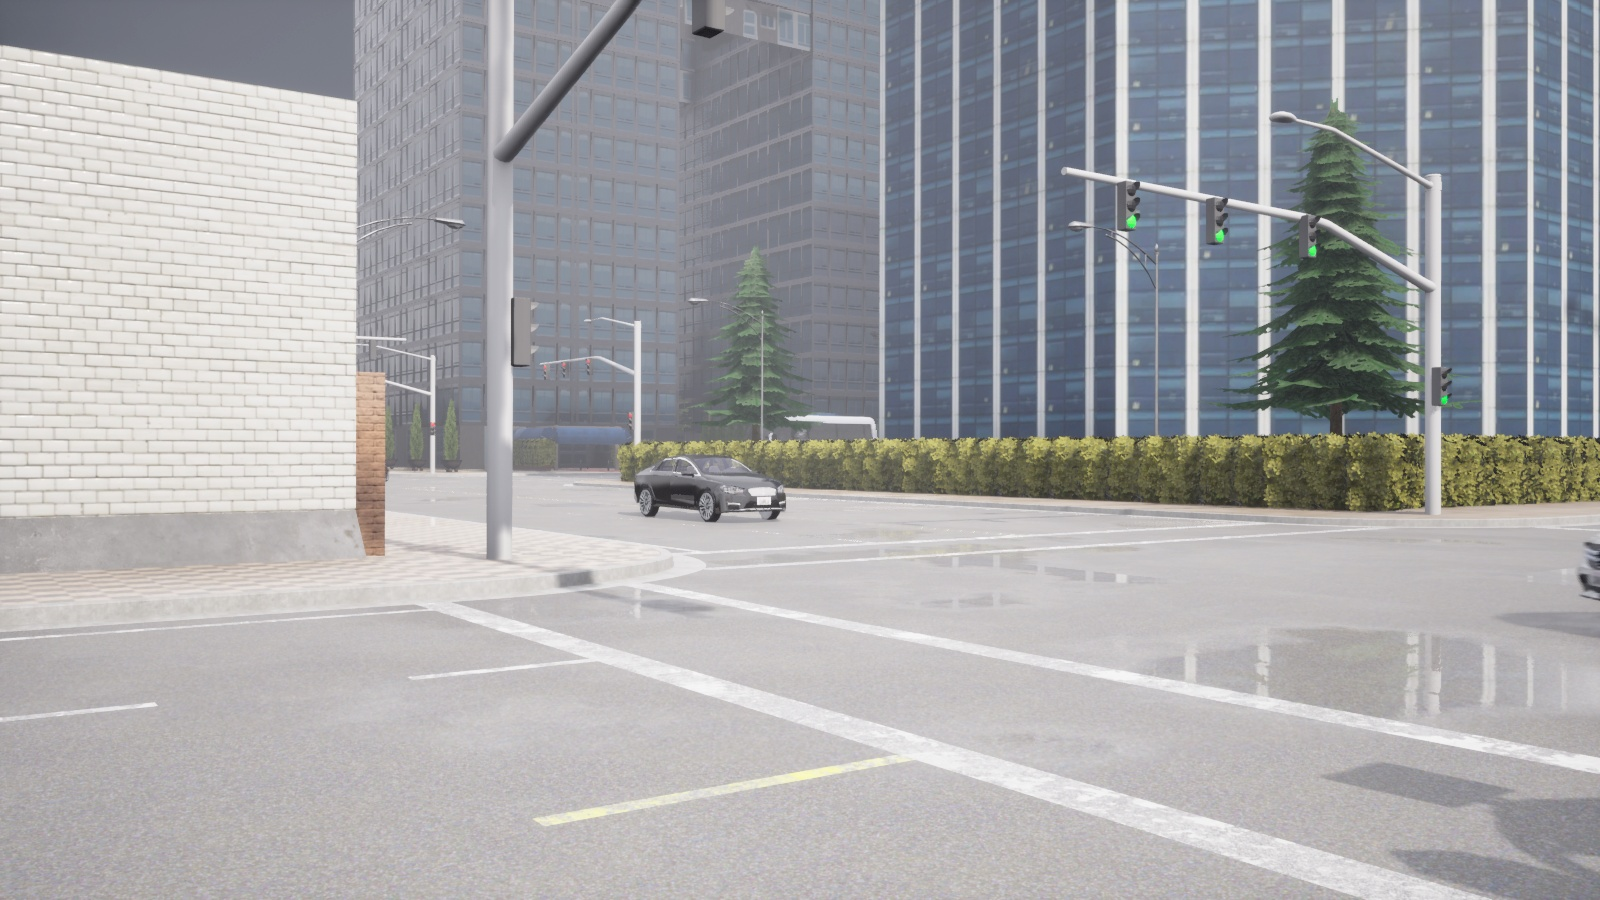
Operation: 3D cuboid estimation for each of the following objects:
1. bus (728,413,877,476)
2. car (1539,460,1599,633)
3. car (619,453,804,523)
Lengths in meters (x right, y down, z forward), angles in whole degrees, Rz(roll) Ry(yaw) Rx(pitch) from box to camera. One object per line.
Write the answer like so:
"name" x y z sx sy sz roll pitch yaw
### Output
"bus" 0.229 -0.357 89.936 10.273 4.253 3.944 0 0 -35
"car" 9.021 0.801 10.380 4.674 1.442 1.812 0 0 7
"car" -2.194 0.834 29.697 2.128 1.511 4.902 0 0 -35
